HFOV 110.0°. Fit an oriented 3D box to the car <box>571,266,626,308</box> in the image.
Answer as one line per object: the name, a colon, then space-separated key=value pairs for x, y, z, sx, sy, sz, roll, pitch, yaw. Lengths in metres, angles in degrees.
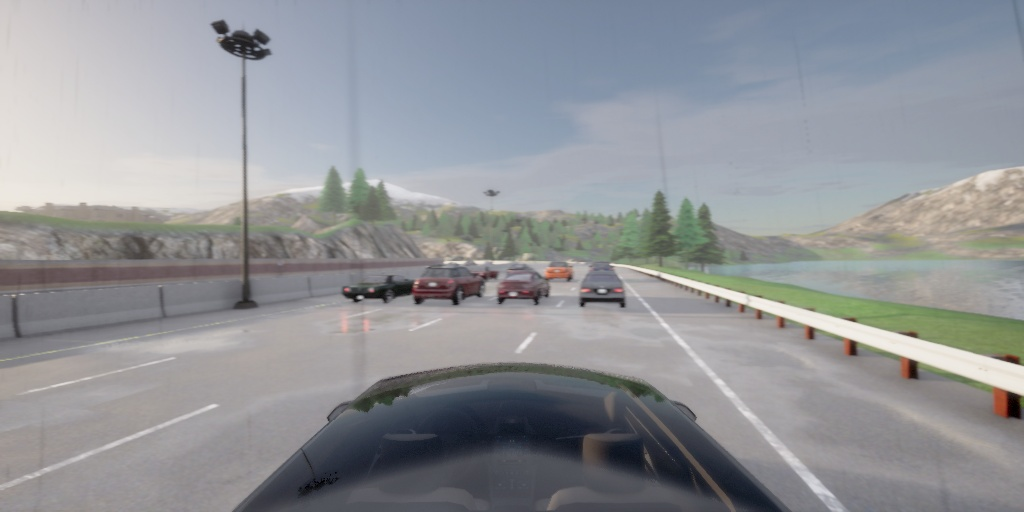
car: x=3.906 y=1.338 z=15.579 sx=2.033 sy=1.411 sz=5.357 roll=-1 pitch=0 yaw=14

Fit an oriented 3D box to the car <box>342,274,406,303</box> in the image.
car: x=-6.251 y=1.560 z=18.229 sx=1.895 sy=1.301 sz=4.718 roll=-1 pitch=0 yaw=14

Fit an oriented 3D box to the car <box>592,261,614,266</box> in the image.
car: x=7.553 y=1.190 z=30.227 sx=2.097 sy=1.767 sz=4.553 roll=-1 pitch=-1 yaw=14

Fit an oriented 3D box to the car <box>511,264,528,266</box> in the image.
car: x=0.816 y=1.446 z=32.120 sx=2.128 sy=1.511 sz=4.902 roll=-1 pitch=0 yaw=14

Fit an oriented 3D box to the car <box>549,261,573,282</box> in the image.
car: x=4.157 y=1.247 z=31.072 sx=2.097 sy=1.767 sz=4.553 roll=-1 pitch=-1 yaw=14

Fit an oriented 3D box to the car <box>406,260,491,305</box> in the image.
car: x=-2.863 y=1.253 z=17.362 sx=2.097 sy=1.767 sz=4.553 roll=-1 pitch=-1 yaw=14

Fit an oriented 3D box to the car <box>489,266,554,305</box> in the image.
car: x=0.610 y=1.373 z=16.804 sx=1.812 sy=1.442 sz=4.674 roll=-1 pitch=0 yaw=14
